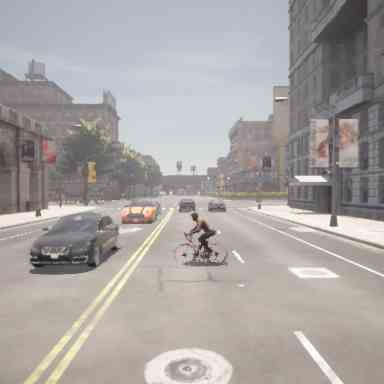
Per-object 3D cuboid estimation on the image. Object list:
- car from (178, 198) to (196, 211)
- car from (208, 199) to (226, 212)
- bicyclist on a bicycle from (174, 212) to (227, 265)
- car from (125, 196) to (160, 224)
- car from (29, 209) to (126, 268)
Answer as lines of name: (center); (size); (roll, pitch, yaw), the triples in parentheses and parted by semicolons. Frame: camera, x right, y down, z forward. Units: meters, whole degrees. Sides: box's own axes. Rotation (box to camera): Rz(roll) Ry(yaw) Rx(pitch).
car: (-0.581, 1.504, 39.879); (1.837, 1.490, 4.892); (0, 0, -1)
car: (2.915, 1.547, 39.595); (2.033, 1.411, 5.357); (0, 0, -1)
bicyclist on a bicycle: (0.259, 1.453, 10.222); (1.656, 1.620, 0.582); (-1, 0, -1)
car: (-3.863, 1.351, 24.900); (2.097, 1.767, 4.553); (0, 0, 0)
car: (-3.746, 1.506, 11.411); (1.837, 1.490, 4.892); (0, 0, -1)
